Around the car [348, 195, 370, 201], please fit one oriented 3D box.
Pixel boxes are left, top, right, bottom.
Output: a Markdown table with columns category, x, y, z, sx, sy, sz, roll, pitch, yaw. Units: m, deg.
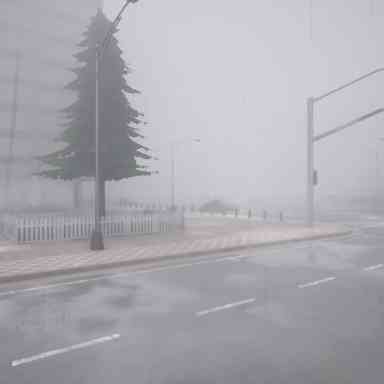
| category | x | y | z | sx | sy | sz | roll | pitch | yaw |
| --- | --- | --- | --- | --- | --- | --- | --- | --- | --- |
| car | 37.185 | 1.335 | 74.060 | 1.784 | 1.438 | 3.905 | 0 | 0 | -36 |

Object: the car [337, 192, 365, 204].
| category | x | y | z | sx | sy | sz | roll | pitch | yaw |
| --- | --- | --- | --- | --- | --- | --- | --- | --- | --- |
| car | 34.792 | 1.126 | 72.427 | 1.932 | 1.855 | 4.605 | 0 | 0 | -36 |

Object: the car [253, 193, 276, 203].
| category | x | y | z | sx | sy | sz | roll | pitch | yaw |
| --- | --- | --- | --- | --- | --- | --- | --- | --- | --- |
| car | 17.006 | 1.372 | 78.158 | 1.970 | 1.475 | 3.806 | 0 | 0 | -36 |

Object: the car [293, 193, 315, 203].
| category | x | y | z | sx | sy | sz | roll | pitch | yaw |
| --- | --- | --- | --- | --- | --- | --- | --- | --- | --- |
| car | 21.103 | 1.374 | 62.520 | 1.970 | 1.475 | 3.806 | 0 | 0 | -36 |

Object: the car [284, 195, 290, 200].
| category | x | y | z | sx | sy | sz | roll | pitch | yaw |
| --- | --- | --- | --- | --- | --- | --- | --- | --- | --- |
| car | 21.513 | 1.128 | 81.445 | 1.932 | 1.855 | 4.605 | 0 | 0 | -36 |

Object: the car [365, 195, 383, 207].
| category | x | y | z | sx | sy | sz | roll | pitch | yaw |
| --- | --- | --- | --- | --- | --- | --- | --- | --- | --- |
| car | 26.683 | 1.135 | 45.101 | 1.932 | 1.855 | 4.605 | 0 | 0 | -36 |

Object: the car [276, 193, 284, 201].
| category | x | y | z | sx | sy | sz | roll | pitch | yaw |
| --- | --- | --- | --- | --- | --- | --- | --- | --- | --- |
| car | 19.360 | 1.339 | 79.842 | 1.784 | 1.438 | 3.905 | 0 | 0 | -36 |

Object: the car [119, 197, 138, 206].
| category | x | y | z | sx | sy | sz | roll | pitch | yaw |
| --- | --- | --- | --- | --- | --- | --- | --- | --- | --- |
| car | -10.508 | 1.516 | 54.651 | 1.812 | 1.442 | 4.674 | 0 | 0 | -35 |

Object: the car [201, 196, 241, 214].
| category | x | y | z | sx | sy | sz | roll | pitch | yaw |
| --- | --- | --- | --- | --- | --- | --- | --- | --- | --- |
| car | 3.150 | 1.516 | 35.626 | 1.812 | 1.442 | 4.674 | 0 | 0 | -36 |
